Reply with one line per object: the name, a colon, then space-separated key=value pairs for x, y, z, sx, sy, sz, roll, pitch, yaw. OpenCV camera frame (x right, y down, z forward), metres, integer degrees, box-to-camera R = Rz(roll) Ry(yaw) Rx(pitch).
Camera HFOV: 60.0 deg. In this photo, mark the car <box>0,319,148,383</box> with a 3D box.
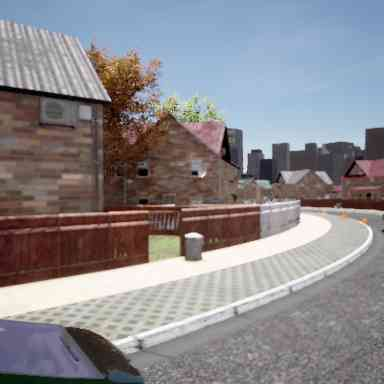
car: x=-2.231 y=1.568 z=1.736 sx=4.181 sy=1.385 sz=1.994 roll=0 pitch=0 yaw=-36
